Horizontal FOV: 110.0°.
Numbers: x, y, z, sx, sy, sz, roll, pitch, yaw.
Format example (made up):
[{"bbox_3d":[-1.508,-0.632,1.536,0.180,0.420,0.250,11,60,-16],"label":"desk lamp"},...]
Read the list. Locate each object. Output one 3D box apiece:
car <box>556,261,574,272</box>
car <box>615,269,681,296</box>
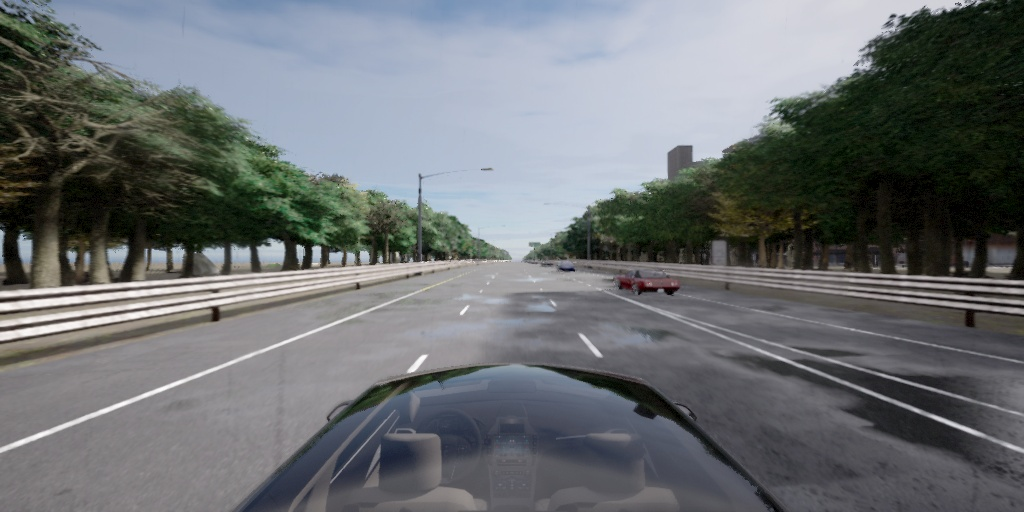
[{"bbox_3d":[7.042,1.337,47.675,1.994,1.385,4.181,0,0,0],"label":"car"},{"bbox_3d":[7.038,1.353,19.234,1.895,1.301,4.718,0,0,-1],"label":"car"}]
